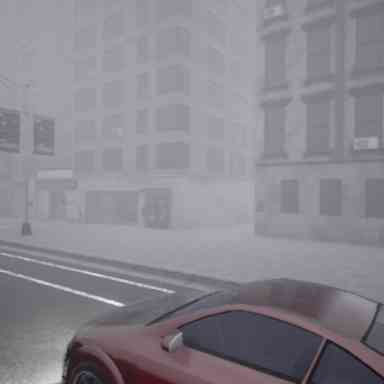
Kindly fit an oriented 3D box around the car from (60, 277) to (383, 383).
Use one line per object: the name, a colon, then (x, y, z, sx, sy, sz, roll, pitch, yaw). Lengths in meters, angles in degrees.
car: (0.668, 1.559, 3.087, 4.181, 1.385, 1.994, 0, 0, 36)
